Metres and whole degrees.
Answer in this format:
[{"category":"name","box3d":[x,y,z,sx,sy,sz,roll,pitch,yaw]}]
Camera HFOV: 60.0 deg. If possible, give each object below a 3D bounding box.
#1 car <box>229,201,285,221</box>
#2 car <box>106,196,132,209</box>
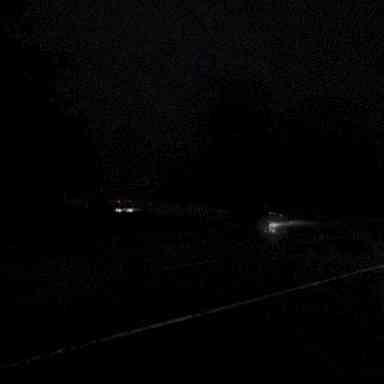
[{"category":"car","box3d":[5.079,1.485,26.499,1.837,1.490,4.892,0,1,-38]},{"category":"car","box3d":[-10.079,1.303,45.752,2.097,1.767,4.553,0,0,-38]}]
